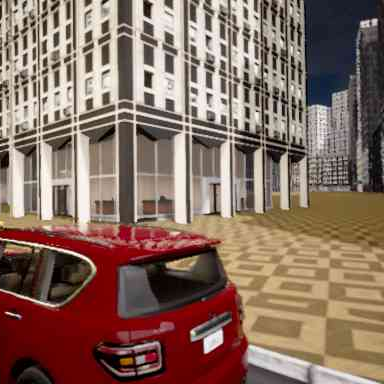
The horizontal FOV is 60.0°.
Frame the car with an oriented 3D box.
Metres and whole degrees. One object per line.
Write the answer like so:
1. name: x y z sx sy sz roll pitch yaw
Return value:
1. car: -1.730 1.308 4.199 5.009 1.841 2.192 0 -1 37
